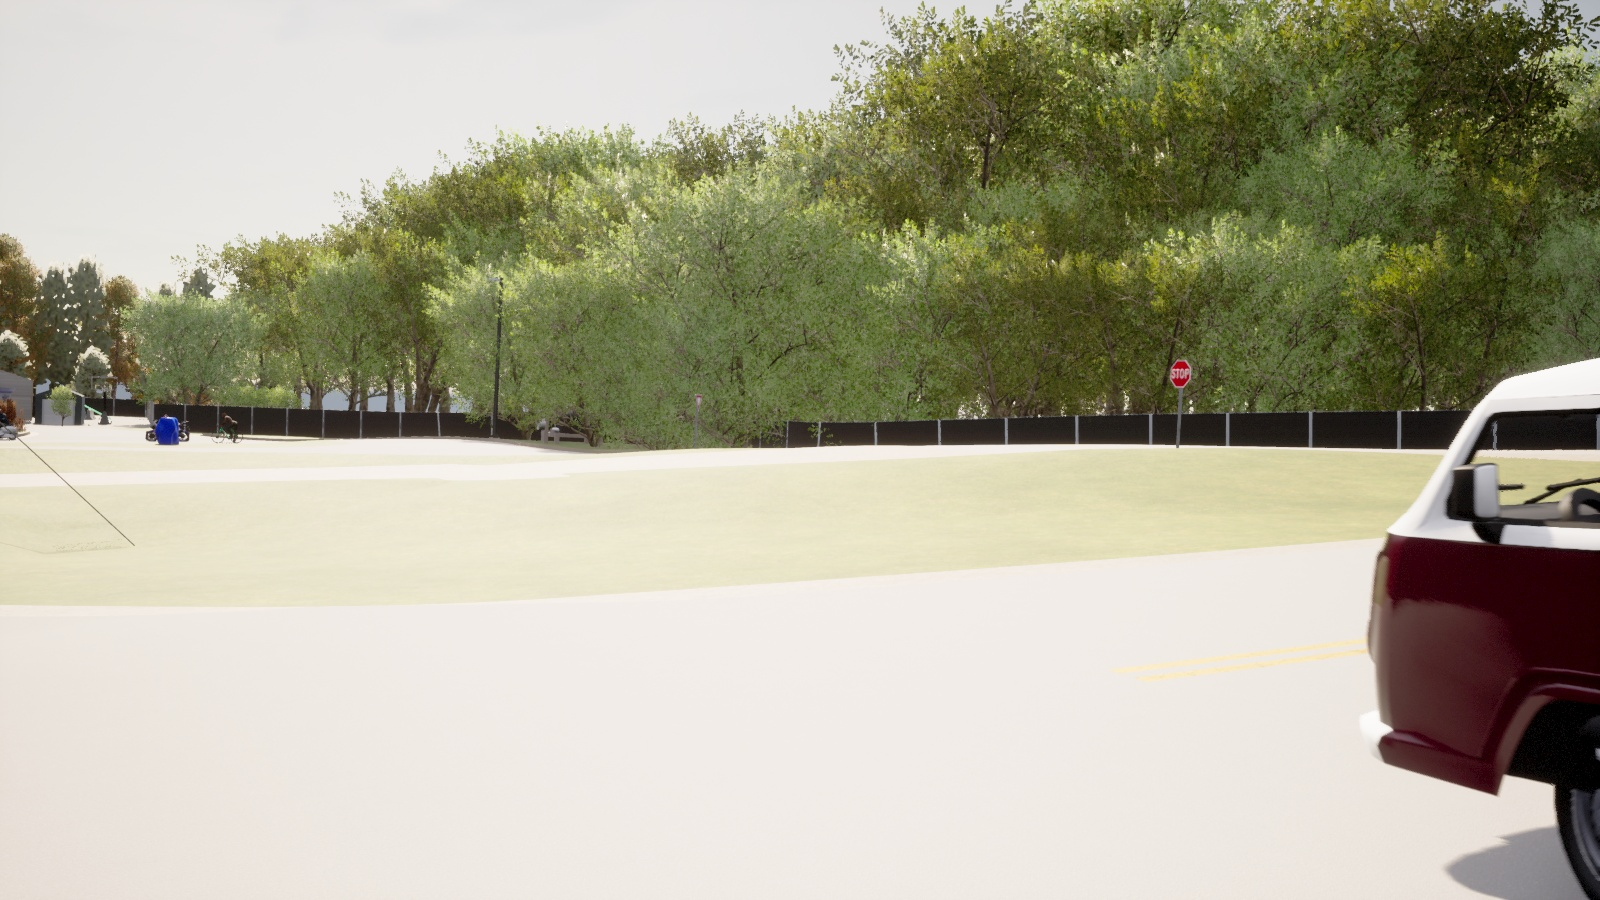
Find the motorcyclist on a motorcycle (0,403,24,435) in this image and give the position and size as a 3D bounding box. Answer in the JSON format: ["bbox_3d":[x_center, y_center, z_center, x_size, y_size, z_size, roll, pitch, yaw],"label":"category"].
[{"bbox_3d":[-40.964,-1.611,64.333,0.866,1.590,1.817,3,1,31],"label":"motorcyclist on a motorcycle"}]

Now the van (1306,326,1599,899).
[{"bbox_3d":[4.020,0.596,3.548,2.069,2.038,4.480,-1,0,-29],"label":"van"}]

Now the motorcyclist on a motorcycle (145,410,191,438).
[{"bbox_3d":[-35.289,-1.450,70.136,2.191,1.530,0.866,1,2,-24],"label":"motorcyclist on a motorcycle"}]
